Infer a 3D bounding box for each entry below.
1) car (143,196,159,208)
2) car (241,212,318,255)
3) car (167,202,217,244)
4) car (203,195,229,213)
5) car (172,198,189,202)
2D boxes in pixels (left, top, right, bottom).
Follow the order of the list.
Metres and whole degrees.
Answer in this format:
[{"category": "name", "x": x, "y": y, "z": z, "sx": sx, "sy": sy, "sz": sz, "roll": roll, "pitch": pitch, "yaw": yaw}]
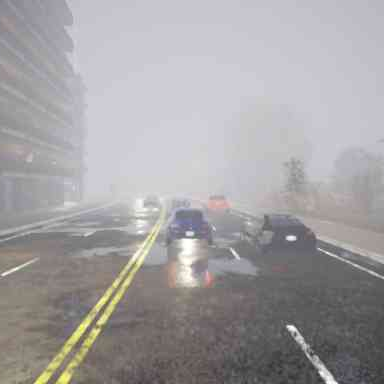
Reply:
[{"category": "car", "x": -5.029, "y": 1.177, "z": 41.447, "sx": 2.033, "sy": 1.411, "sz": 5.357, "roll": 0, "pitch": 1, "yaw": -5}, {"category": "car", "x": 3.151, "y": 1.440, "z": 12.735, "sx": 1.994, "sy": 1.385, "sz": 4.181, "roll": 0, "pitch": 1, "yaw": -1}, {"category": "car", "x": -0.148, "y": 1.391, "z": 14.842, "sx": 1.812, "sy": 1.442, "sz": 4.674, "roll": 0, "pitch": 0, "yaw": -2}, {"category": "car", "x": 2.240, "y": 1.045, "z": 32.432, "sx": 2.097, "sy": 1.767, "sz": 4.553, "roll": 0, "pitch": 0, "yaw": -4}, {"category": "car", "x": -1.291, "y": 1.265, "z": 36.710, "sx": 1.895, "sy": 1.301, "sz": 4.718, "roll": 0, "pitch": 1, "yaw": -4}]
